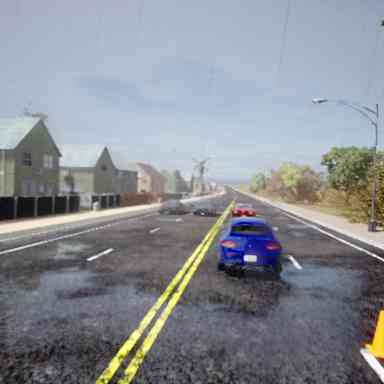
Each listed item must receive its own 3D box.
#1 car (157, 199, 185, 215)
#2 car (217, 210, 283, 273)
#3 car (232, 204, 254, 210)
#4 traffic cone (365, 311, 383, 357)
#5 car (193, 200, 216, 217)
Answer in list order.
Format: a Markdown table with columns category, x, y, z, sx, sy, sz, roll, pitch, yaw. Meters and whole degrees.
| category | x | y | z | sx | sy | sz | roll | pitch | yaw |
| --- | --- | --- | --- | --- | --- | --- | --- | --- | --- |
| car | -1.871 | 1.420 | 32.300 | 2.033 | 1.411 | 5.357 | 2 | 0 | 8 |
| car | 1.837 | 1.551 | 10.864 | 1.812 | 1.442 | 4.674 | 2 | 0 | 8 |
| car | 4.373 | 1.646 | 28.655 | 1.895 | 1.301 | 4.718 | 2 | 0 | 8 |
| traffic cone | 2.748 | 2.018 | 4.811 | 0.340 | 0.580 | 0.340 | 2 | 0 | 8 |
| car | 1.289 | 1.505 | 31.443 | 2.033 | 1.411 | 5.357 | 2 | 0 | 8 |
